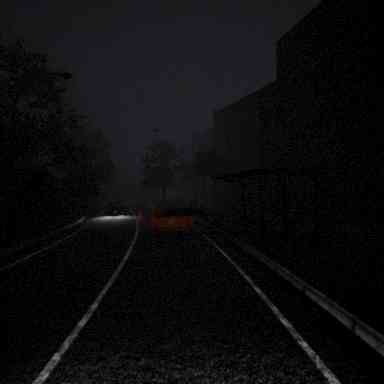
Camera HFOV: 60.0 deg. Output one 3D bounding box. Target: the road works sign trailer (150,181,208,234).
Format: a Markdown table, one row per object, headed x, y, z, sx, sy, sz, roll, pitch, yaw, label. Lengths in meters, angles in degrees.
| x | y | z | sx | sy | sz | roll | pitch | yaw | label |
| --- | --- | --- | --- | --- | --- | --- | --- | --- | --- |
| -0.805 | 0.828 | 16.805 | 2.380 | 2.880 | 3.560 | -1 | 0 | -14 | road works sign trailer |

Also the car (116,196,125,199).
| x | y | z | sx | sy | sz | roll | pitch | yaw | label |
| --- | --- | --- | --- | --- | --- | --- | --- | --- | --- |
| -16.035 | 1.587 | 74.551 | 2.097 | 1.767 | 4.553 | -1 | 0 | -12 | car |

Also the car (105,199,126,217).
| x | y | z | sx | sy | sz | roll | pitch | yaw | label |
| --- | --- | --- | --- | --- | --- | --- | --- | --- | --- |
| -7.830 | 1.720 | 34.137 | 1.994 | 1.385 | 4.181 | -1 | 0 | -12 | car |

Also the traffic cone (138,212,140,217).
| x | y | z | sx | sy | sz | roll | pitch | yaw | label |
| --- | --- | --- | --- | --- | --- | --- | --- | --- | --- |
| -3.969 | 2.029 | 25.840 | 0.340 | 0.580 | 0.340 | -1 | 0 | -10 | traffic cone |
